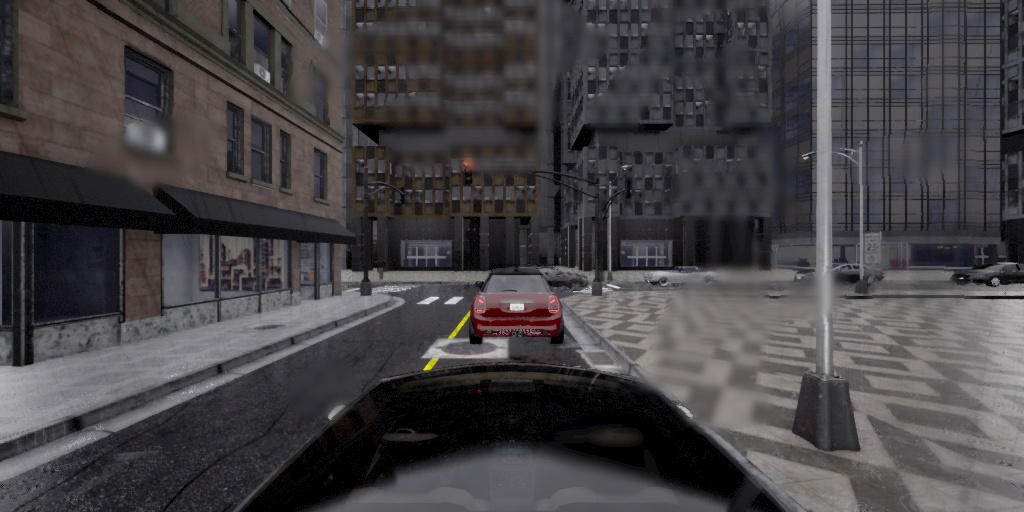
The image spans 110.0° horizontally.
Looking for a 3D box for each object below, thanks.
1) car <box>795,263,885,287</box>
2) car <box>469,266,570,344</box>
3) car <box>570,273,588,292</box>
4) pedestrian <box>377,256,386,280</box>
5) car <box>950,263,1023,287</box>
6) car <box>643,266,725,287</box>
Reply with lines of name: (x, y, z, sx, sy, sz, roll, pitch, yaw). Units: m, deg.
car: (21.388, 1.209, 23.532, 4.902, 1.511, 2.128, 0, 0, 1)
car: (0.069, 1.102, 9.731, 2.097, 1.767, 4.553, 0, 0, -1)
car: (1.999, 1.270, 20.545, 4.674, 1.442, 1.812, 0, 0, 1)
pedestrian: (-9.838, 0.902, 26.913, 0.375, 1.860, 0.375, 0, 0, 1)
car: (31.807, 1.209, 23.409, 4.892, 1.490, 1.837, 0, 0, 1)
car: (11.195, 1.333, 23.647, 4.718, 1.301, 1.895, 0, 0, 1)
